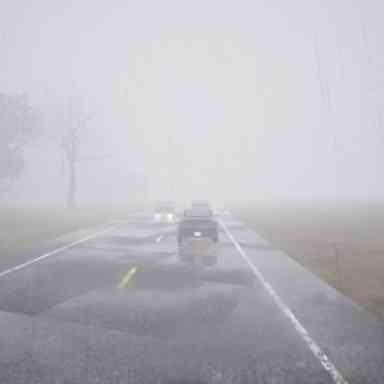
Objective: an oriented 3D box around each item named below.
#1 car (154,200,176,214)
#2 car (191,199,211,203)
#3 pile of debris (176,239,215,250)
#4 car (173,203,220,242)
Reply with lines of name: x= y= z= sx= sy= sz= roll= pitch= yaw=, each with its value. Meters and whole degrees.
car: x=-2.774 y=1.544 z=35.053 sx=1.994 sy=1.385 sz=4.181 roll=0 pitch=0 yaw=3
car: x=0.912 y=1.460 z=34.564 sx=1.882 sy=1.535 sz=5.008 roll=0 pitch=0 yaw=3
pile of debris: x=0.137 y=2.171 z=13.760 sx=1.500 sy=0.140 sz=1.860 roll=0 pitch=0 yaw=1
car: x=0.299 y=1.498 z=16.329 sx=1.837 sy=1.490 sz=4.892 roll=0 pitch=0 yaw=1
